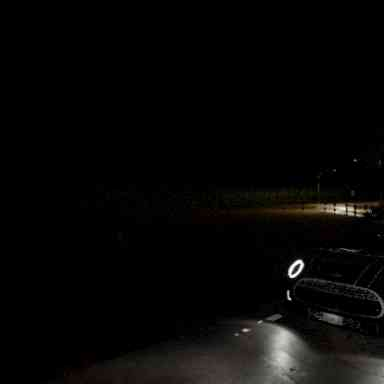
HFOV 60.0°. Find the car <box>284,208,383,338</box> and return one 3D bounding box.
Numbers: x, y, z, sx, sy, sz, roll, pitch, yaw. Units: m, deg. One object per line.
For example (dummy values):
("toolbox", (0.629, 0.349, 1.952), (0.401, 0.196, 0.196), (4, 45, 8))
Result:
("car", (3.733, 1.374, 6.732), (2.097, 1.767, 4.553), (-1, -1, 44))

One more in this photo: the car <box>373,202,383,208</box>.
("car", (22.732, 1.895, 38.872), (1.994, 1.385, 4.181), (-1, -1, 7))
